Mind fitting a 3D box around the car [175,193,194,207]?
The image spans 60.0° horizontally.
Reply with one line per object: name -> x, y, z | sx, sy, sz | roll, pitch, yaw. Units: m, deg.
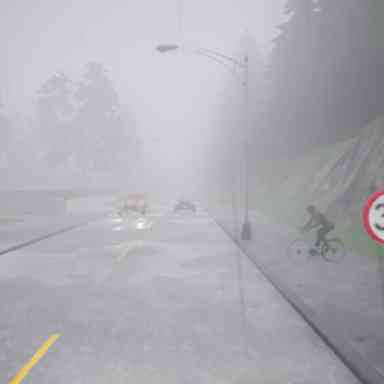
car -> -0.899, 0.908, 39.790 | 2.033, 1.411, 5.357 | 0, 1, -1

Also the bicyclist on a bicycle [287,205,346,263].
bicyclist on a bicycle -> 3.457, 1.185, 9.230 | 1.656, 1.620, 0.582 | 0, 1, -1

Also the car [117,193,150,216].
car -> -4.660, 0.852, 27.057 | 2.097, 1.767, 4.553 | 0, 1, -1

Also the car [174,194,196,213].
car -> -0.622, 1.044, 29.944 | 1.812, 1.442, 4.674 | 0, 1, -1
